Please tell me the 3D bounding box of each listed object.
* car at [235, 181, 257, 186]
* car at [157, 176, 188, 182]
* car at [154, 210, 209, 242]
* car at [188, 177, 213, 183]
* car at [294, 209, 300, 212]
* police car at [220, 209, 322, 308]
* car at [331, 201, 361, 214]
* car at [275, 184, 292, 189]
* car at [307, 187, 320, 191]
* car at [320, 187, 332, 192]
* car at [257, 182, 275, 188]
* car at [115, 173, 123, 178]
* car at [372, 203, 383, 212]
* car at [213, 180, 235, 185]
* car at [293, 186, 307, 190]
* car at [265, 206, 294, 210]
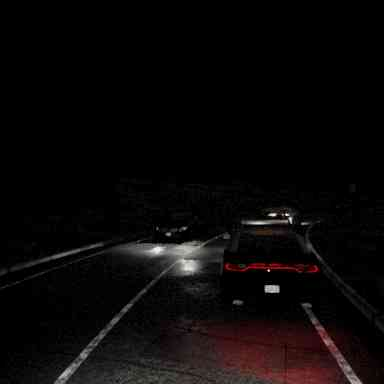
[{"bbox_3d":[10.311,-1.490,68.757,5.008,1.535,2.097,3,-5,-32],"label":"car"},{"bbox_3d":[-3.937,-2.149,60.236,4.892,1.521,2.231,2,-5,-30],"label":"car"},{"bbox_3d":[-0.385,1.726,17.675,1.812,1.442,4.674,-2,-1,18],"label":"car"},{"bbox_3d":[0.851,-1.951,62.975,4.892,1.521,2.231,2,-5,-30],"label":"car"},{"bbox_3d":[6.263,1.702,22.654,1.812,1.442,4.674,-2,-2,25],"label":"car"},{"bbox_3d":[1.783,1.454,8.192,1.930,1.638,5.238,-1,0,10],"label":"police car"},{"bbox_3d":[19.316,1.881,41.751,4.553,1.767,2.097,1,-4,-41],"label":"car"},{"bbox_3d":[19.634,-0.953,75.033,4.792,1.488,2.163,3,-6,-35],"label":"car"},{"bbox_3d":[28.439,-0.457,81.508,4.892,1.521,2.231,3,-6,-37],"label":"car"},{"bbox_3d":[32.861,-0.281,85.000,4.553,1.767,2.185,4,-6,-38],"label":"car"},{"bbox_3d":[14.925,-1.370,71.794,4.553,1.767,2.185,3,-5,-33],"label":"car"},{"bbox_3d":[-13.438,-2.642,54.831,4.553,1.767,2.185,2,-5,-30],"label":"car"},{"bbox_3d":[28.383,2.231,48.636,4.181,1.385,1.994,0,-4,-29],"label":"car"},{"bbox_3d":[5.612,-1.687,65.812,4.674,1.452,2.002,3,-5,-31],"label":"car"},{"bbox_3d":[24.111,-0.683,78.250,4.674,1.452,2.002,3,-6,-36],"label":"car"},{"bbox_3d":[4.183,1.567,17.520,1.801,1.575,5.366,-2,-1,19],"label":"car"}]
